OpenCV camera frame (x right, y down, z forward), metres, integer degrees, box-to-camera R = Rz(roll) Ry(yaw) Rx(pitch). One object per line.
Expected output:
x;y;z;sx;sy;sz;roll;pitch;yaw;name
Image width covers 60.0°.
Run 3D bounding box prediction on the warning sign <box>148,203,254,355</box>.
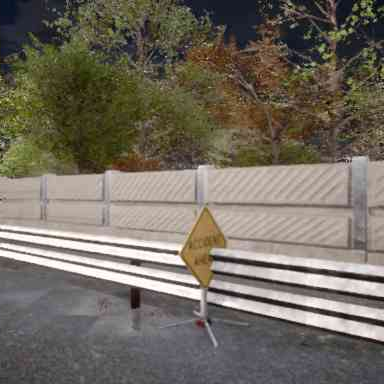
0.172;1.123;5.034;1.060;1.860;1.300;0;0;35;warning sign
